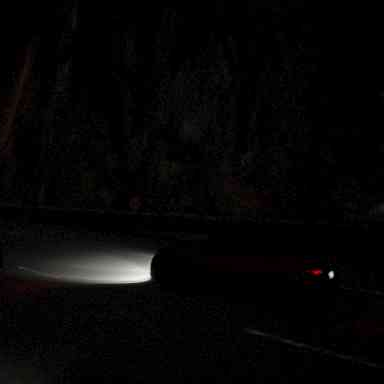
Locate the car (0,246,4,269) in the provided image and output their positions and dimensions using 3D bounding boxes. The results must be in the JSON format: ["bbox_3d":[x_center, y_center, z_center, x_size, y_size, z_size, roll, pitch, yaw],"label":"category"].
[{"bbox_3d":[-6.922,1.473,8.962,4.181,1.385,1.994,1,1,36],"label":"car"}]

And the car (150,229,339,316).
[{"bbox_3d":[1.044,1.540,7.560,4.181,1.385,1.994,1,0,36],"label":"car"}]
